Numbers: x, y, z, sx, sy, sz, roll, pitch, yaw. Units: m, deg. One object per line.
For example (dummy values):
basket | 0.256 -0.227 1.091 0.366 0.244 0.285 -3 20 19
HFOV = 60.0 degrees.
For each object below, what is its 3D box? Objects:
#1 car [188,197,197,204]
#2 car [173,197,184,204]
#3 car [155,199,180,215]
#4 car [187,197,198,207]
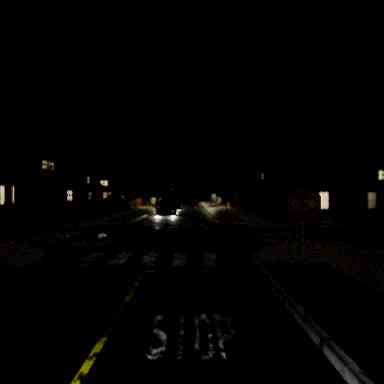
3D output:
car | 0.127 1.894 71.614 1.812 1.442 4.674 0 -1 0
car | -2.633 1.665 65.790 2.033 1.411 5.357 0 -1 0
car | -2.773 1.558 36.461 2.097 1.767 4.553 0 0 0
car | 0.108 1.901 61.194 1.882 1.535 5.008 0 -1 0
